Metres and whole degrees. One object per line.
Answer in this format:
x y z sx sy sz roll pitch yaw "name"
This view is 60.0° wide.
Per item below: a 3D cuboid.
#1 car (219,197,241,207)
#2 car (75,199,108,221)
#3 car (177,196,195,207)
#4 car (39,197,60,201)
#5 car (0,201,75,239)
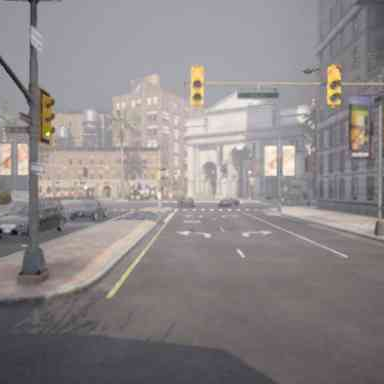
5.211 1.350 45.468 1.994 1.385 4.181 0 0 25 "car"
-8.047 1.381 26.321 1.837 1.490 4.892 0 0 0 "car"
-0.868 1.278 45.658 2.128 1.511 4.902 0 0 -11 "car"
-11.546 1.231 25.644 2.097 1.767 4.553 0 0 0 "car"
-8.036 1.412 16.944 2.128 1.511 4.902 0 0 0 "car"
